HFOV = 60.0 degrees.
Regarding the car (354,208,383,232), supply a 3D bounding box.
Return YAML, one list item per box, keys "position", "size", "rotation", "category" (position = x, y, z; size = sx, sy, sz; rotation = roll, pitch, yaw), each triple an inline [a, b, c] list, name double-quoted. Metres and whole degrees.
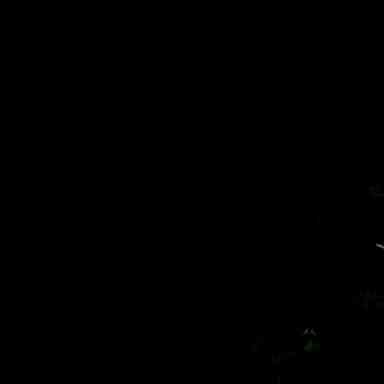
- position: [10.336, 1.663, 17.966]
  size: [1.837, 1.490, 4.892]
  rotation: [-3, -2, 7]
  category: "car"
